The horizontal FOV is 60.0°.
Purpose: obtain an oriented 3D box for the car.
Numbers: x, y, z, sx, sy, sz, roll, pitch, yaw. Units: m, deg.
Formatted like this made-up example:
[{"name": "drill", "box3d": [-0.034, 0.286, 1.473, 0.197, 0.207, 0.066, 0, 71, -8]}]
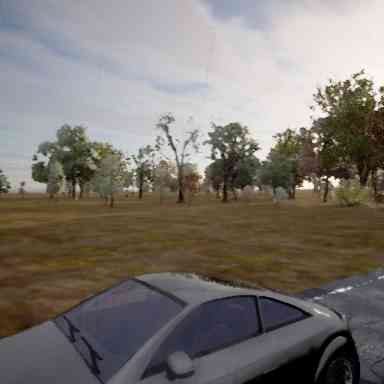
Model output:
[{"name": "car", "box3d": [-0.254, 1.558, 3.195, 4.181, 1.385, 1.994, 0, 0, -36]}]
